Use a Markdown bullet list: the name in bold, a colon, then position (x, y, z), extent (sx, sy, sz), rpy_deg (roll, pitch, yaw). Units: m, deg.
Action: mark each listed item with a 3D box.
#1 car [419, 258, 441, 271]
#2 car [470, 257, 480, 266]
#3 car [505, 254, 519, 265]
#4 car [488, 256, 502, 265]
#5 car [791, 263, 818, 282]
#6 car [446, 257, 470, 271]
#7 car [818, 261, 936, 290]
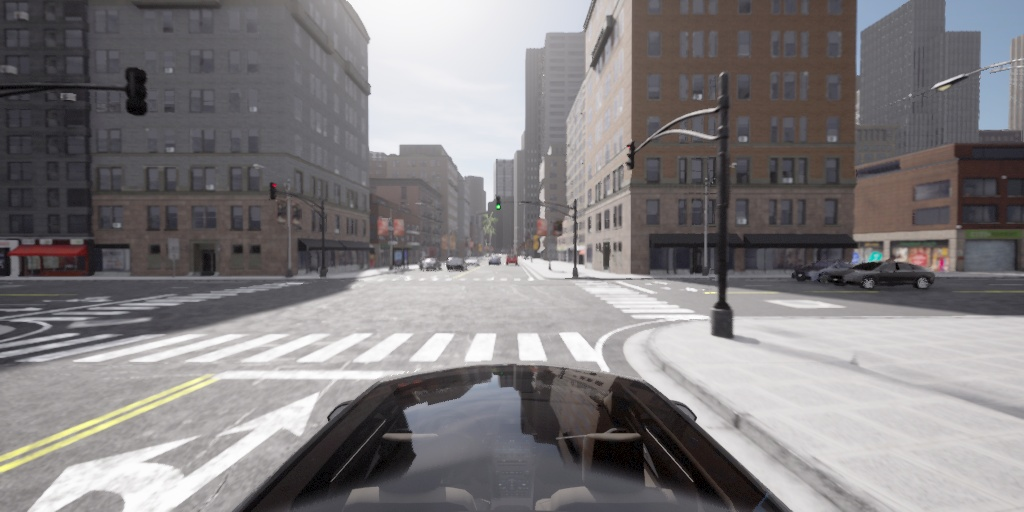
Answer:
- **car**: position (-9.824, 1.016, 43.217), extent (2.128, 1.511, 4.902), rpy_deg (0, 0, 0)
- **car**: position (-6.532, 0.964, 59.420), extent (1.812, 1.442, 4.674), rpy_deg (0, 0, 1)
- **car**: position (0.003, 0.633, 64.512), extent (2.150, 2.045, 5.566), rpy_deg (0, 0, 0)
- **car**: position (-3.247, 0.973, 64.867), extent (1.994, 1.385, 4.181), rpy_deg (0, 0, 0)
- **car**: position (20.555, 1.037, 23.101), extent (4.181, 1.385, 1.994), rpy_deg (0, 1, 0)
- **car**: position (-6.576, 1.003, 42.989), extent (1.882, 1.535, 5.008), rpy_deg (0, 0, 0)
- **car**: position (20.326, 1.038, 19.851), extent (4.892, 1.490, 1.837), rpy_deg (0, 1, 0)
